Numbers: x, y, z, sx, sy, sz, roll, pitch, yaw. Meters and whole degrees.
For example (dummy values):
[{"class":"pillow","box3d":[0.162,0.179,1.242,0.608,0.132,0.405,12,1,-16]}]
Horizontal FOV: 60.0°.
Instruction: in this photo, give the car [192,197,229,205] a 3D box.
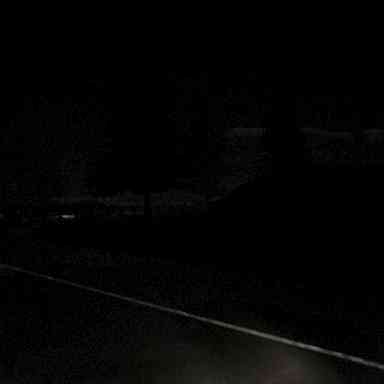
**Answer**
[{"class":"car","box3d":[2.661,1.450,46.932,5.357,1.411,2.033,0,0,-34]}]

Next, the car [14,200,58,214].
[{"class":"car","box3d":[-14.320,1.479,31.941,1.895,1.301,4.718,0,0,42]}]

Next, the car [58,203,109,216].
[{"class":"car","box3d":[-9.981,1.460,31.460,1.994,1.385,4.181,0,0,43]}]
